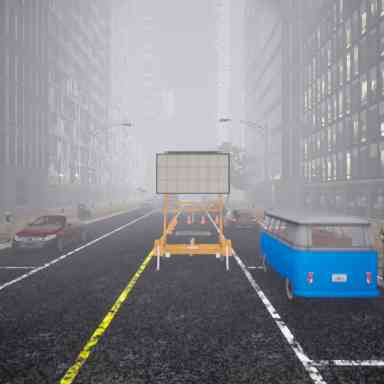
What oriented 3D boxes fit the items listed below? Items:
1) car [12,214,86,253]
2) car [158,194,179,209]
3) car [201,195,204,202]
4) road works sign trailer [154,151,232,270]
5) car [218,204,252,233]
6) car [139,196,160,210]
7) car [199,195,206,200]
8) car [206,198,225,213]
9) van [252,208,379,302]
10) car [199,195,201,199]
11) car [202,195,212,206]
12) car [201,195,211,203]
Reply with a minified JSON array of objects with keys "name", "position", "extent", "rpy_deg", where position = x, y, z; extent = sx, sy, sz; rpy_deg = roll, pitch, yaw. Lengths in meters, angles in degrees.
[{"name":"car","position":[-5.652,1.582,13.674],"extent":[1.802,1.307,4.206],"rpy_deg":[0,0,0]},{"name":"car","position":[-2.869,1.217,44.394],"extent":[2.150,2.045,5.566],"rpy_deg":[0,0,0]},{"name":"car","position":[2.849,1.538,53.493],"extent":[2.008,1.369,4.403],"rpy_deg":[0,0,0]},{"name":"road works sign trailer","position":[0.031,0.464,10.982],"extent":[2.380,3.560,2.880],"rpy_deg":[0,0,0]},{"name":"car","position":[2.746,1.581,19.338],"extent":[1.802,1.307,4.206],"rpy_deg":[0,0,0]},{"name":"car","position":[-5.566,1.548,42.137],"extent":[2.008,1.369,4.403],"rpy_deg":[0,0,0]},{"name":"car","position":[2.970,1.463,93.341],"extent":[1.887,1.381,4.507],"rpy_deg":[0,0,0]},{"name":"car","position":[2.798,1.581,36.416],"extent":[1.802,1.307,4.206],"rpy_deg":[0,0,0]},{"name":"van","position":[2.712,1.341,7.955],"extent":[1.690,1.788,3.998],"rpy_deg":[0,0,0]},{"name":"car","position":[2.884,1.410,64.878],"extent":[1.967,1.590,4.097],"rpy_deg":[0,0,0]},{"name":"car","position":[2.832,1.544,47.801],"extent":[2.008,1.369,4.403],"rpy_deg":[0,0,0]},{"name":"car","position":[2.901,1.401,70.570],"extent":[1.967,1.590,4.097],"rpy_deg":[0,0,0]}]
